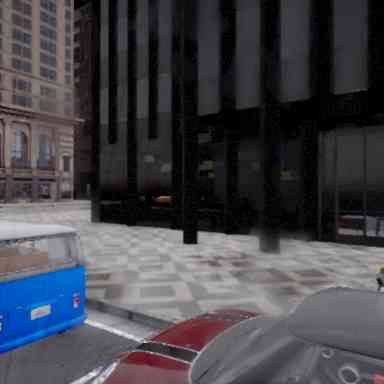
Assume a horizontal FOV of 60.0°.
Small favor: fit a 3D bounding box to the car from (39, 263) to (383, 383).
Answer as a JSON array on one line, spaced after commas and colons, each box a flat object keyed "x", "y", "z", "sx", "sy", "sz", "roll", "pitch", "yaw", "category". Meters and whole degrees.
[{"x": 1.069, "y": 1.440, "z": 2.197, "sx": 4.097, "sy": 1.590, "sz": 1.967, "roll": 0, "pitch": 0, "yaw": 35, "category": "car"}]

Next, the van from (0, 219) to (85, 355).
[{"x": -3.492, "y": 1.341, "z": 5.449, "sx": 3.998, "sy": 1.788, "sz": 1.690, "roll": 0, "pitch": 0, "yaw": 35, "category": "van"}]
